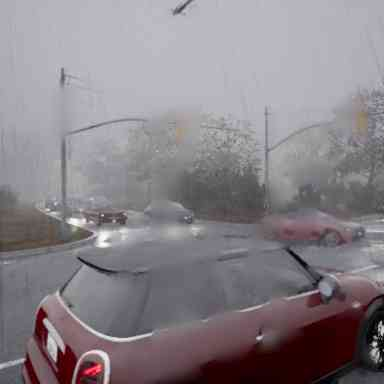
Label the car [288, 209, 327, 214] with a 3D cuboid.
[{"bbox_3d":[5.105,1.447,14.382,4.181,1.385,1.994,0,0,43],"label":"car"}]

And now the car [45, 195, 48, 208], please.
[{"bbox_3d":[-20.314,1.275,48.902,2.150,2.045,5.566,-1,0,-25],"label":"car"}]

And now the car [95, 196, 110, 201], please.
[{"bbox_3d":[-10.392,1.273,37.253,2.097,1.767,4.553,-1,0,-29],"label":"car"}]

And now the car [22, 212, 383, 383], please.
[{"bbox_3d":[0.542,1.326,4.074,4.553,1.767,2.097,-1,0,-35],"label":"car"}]

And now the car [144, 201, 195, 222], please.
[{"bbox_3d":[-1.640,1.392,22.544,1.837,1.490,4.892,-1,0,-32],"label":"car"}]

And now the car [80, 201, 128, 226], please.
[{"bbox_3d":[-6.005,1.520,22.818,1.895,1.301,4.718,-1,0,-31],"label":"car"}]

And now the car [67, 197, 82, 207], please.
[{"bbox_3d":[-19.593,1.608,55.474,1.837,1.490,4.892,-1,0,-25],"label":"car"}]

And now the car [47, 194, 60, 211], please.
[{"bbox_3d":[-15.538,1.328,39.494,2.097,1.767,4.553,-1,0,-28],"label":"car"}]

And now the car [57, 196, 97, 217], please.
[{"bbox_3d":[-10.752,1.424,30.837,2.128,1.511,4.902,-1,0,-30],"label":"car"}]
